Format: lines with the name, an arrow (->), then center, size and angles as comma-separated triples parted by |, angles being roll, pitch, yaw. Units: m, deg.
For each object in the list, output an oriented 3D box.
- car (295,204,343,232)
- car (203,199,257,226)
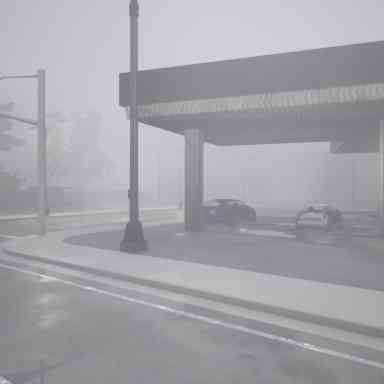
car -> 7.664, 1.456, 19.829 | 1.970, 1.475, 3.806 | 0, 0, 37
car -> 2.590, 1.295, 22.629 | 2.242, 1.667, 4.611 | 0, 0, 37
